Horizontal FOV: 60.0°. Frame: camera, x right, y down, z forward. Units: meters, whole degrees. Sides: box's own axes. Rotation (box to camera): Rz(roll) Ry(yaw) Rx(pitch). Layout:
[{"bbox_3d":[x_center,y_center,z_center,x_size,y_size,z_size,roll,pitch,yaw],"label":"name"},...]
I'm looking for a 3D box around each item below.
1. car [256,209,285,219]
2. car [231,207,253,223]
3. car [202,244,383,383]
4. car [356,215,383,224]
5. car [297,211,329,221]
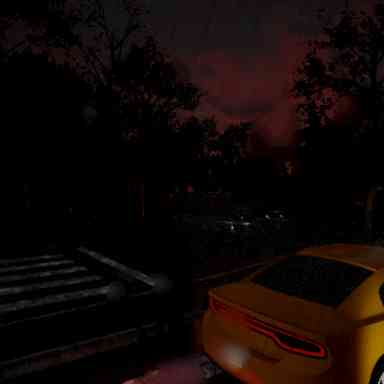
[{"bbox_3d":[11.909,3.331,50.491,4.902,1.511,2.128,4,-3,-30],"label":"car"},{"bbox_3d":[5.162,2.382,34.665,1.837,1.490,4.892,1,-2,8],"label":"car"},{"bbox_3d":[2.496,1.486,4.617,5.008,1.535,1.882,0,0,-33],"label":"car"},{"bbox_3d":[29.185,4.399,52.807,5.357,1.411,2.033,2,-2,18],"label":"car"},{"bbox_3d":[18.114,3.638,49.850,4.902,1.511,2.128,4,-3,-13],"label":"car"}]
